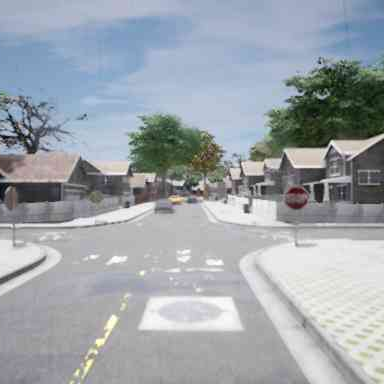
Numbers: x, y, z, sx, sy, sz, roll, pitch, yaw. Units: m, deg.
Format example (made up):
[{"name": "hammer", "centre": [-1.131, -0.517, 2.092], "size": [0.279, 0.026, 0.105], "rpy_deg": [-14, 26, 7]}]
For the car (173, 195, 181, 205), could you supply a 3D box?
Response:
[{"name": "car", "centre": [-2.759, 1.291, 53.566], "size": [1.882, 1.535, 5.008], "rpy_deg": [0, 0, 1]}]

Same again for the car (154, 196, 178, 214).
[{"name": "car", "centre": [-2.816, 1.426, 34.569], "size": [2.033, 1.411, 5.357], "rpy_deg": [0, 0, 0]}]

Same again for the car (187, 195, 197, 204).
[{"name": "car", "centre": [0.039, 1.342, 59.875], "size": [2.033, 1.411, 5.357], "rpy_deg": [0, 0, 0]}]

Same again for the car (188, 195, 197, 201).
[{"name": "car", "centre": [0.046, 1.256, 70.329], "size": [1.895, 1.301, 4.718], "rpy_deg": [0, 0, 0]}]
